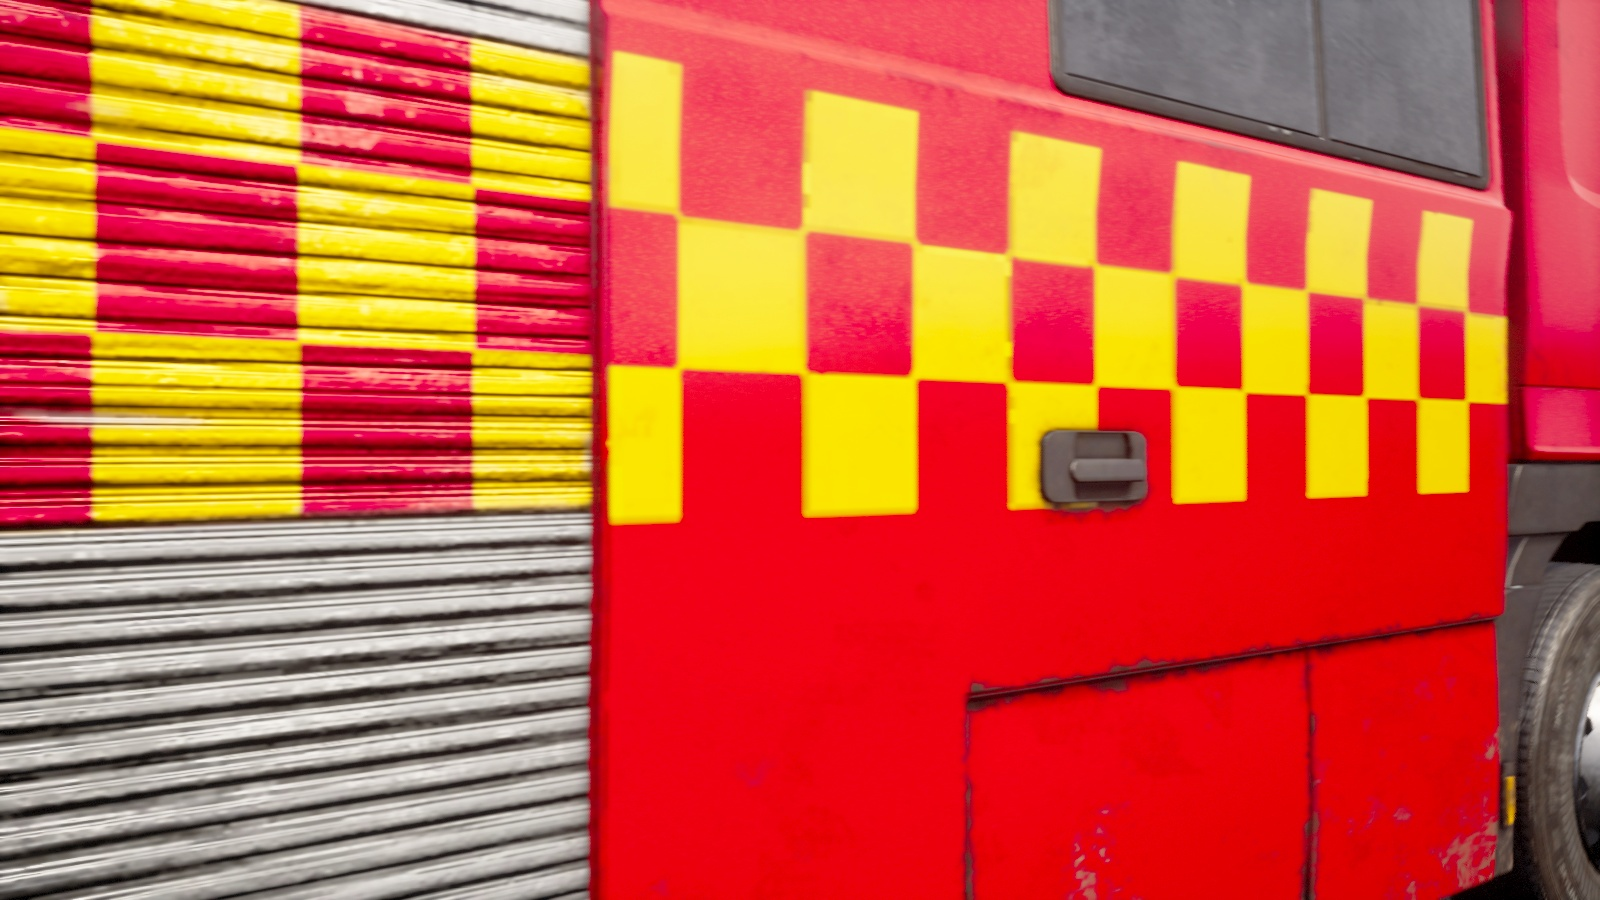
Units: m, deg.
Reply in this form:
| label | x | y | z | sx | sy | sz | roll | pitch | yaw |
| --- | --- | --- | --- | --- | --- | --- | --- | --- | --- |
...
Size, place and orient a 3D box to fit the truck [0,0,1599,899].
| label | x | y | z | sx | sy | sz | roll | pitch | yaw |
| --- | --- | --- | --- | --- | --- | --- | --- | --- | --- |
| truck | -0.187 | -0.416 | 3.535 | 8.468 | 3.827 | 2.891 | 0 | 0 | -35 |

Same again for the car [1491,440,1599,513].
| label | x | y | z | sx | sy | sz | roll | pitch | yaw |
| --- | --- | --- | --- | --- | --- | --- | --- | --- | --- |
| car | 19.050 | 0.602 | 29.154 | 2.033 | 1.649 | 4.856 | 0 | 0 | -34 |
